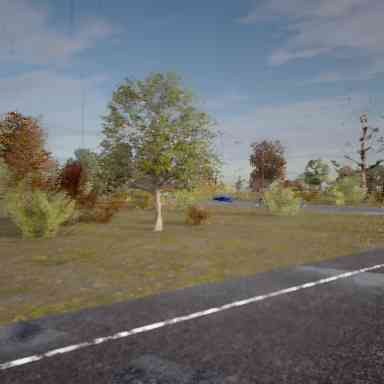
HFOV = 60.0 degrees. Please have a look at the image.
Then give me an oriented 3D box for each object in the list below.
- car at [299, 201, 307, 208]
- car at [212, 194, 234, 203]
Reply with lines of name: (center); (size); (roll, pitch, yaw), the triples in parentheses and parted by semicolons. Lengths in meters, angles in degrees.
car: (12.513, 1.337, 43.329); (1.882, 1.535, 5.008); (0, 0, -37)
car: (5.833, 1.219, 63.715); (1.882, 1.535, 5.008); (0, 0, -37)
